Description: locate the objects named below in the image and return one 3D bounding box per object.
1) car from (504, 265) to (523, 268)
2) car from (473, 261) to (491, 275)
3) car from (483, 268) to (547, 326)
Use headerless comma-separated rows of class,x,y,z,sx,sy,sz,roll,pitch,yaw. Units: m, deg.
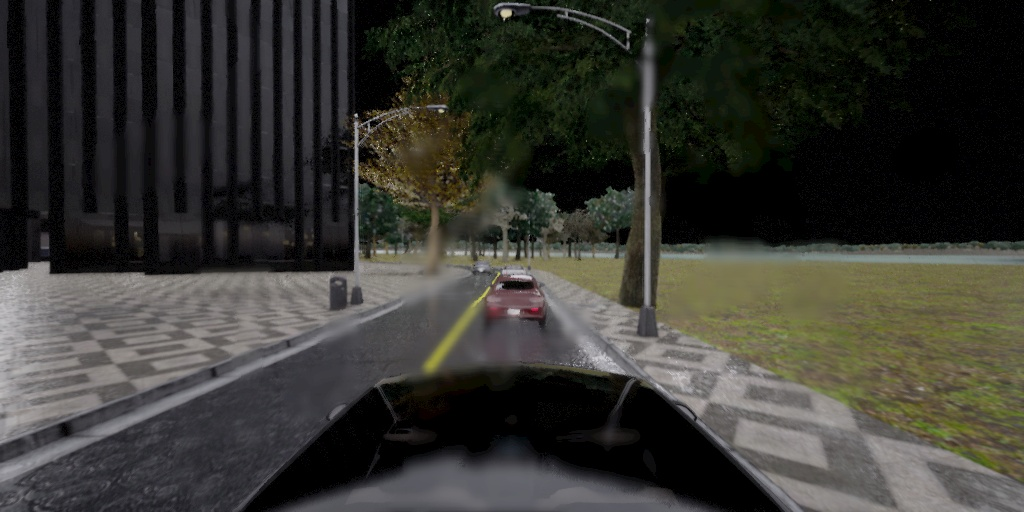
car,0.140,1.389,30.792,1.895,1.301,4.718,0,0,0
car,-3.249,1.265,39.241,2.128,1.511,4.902,0,0,-3
car,0.110,1.307,11.700,1.812,1.442,4.674,0,0,1
